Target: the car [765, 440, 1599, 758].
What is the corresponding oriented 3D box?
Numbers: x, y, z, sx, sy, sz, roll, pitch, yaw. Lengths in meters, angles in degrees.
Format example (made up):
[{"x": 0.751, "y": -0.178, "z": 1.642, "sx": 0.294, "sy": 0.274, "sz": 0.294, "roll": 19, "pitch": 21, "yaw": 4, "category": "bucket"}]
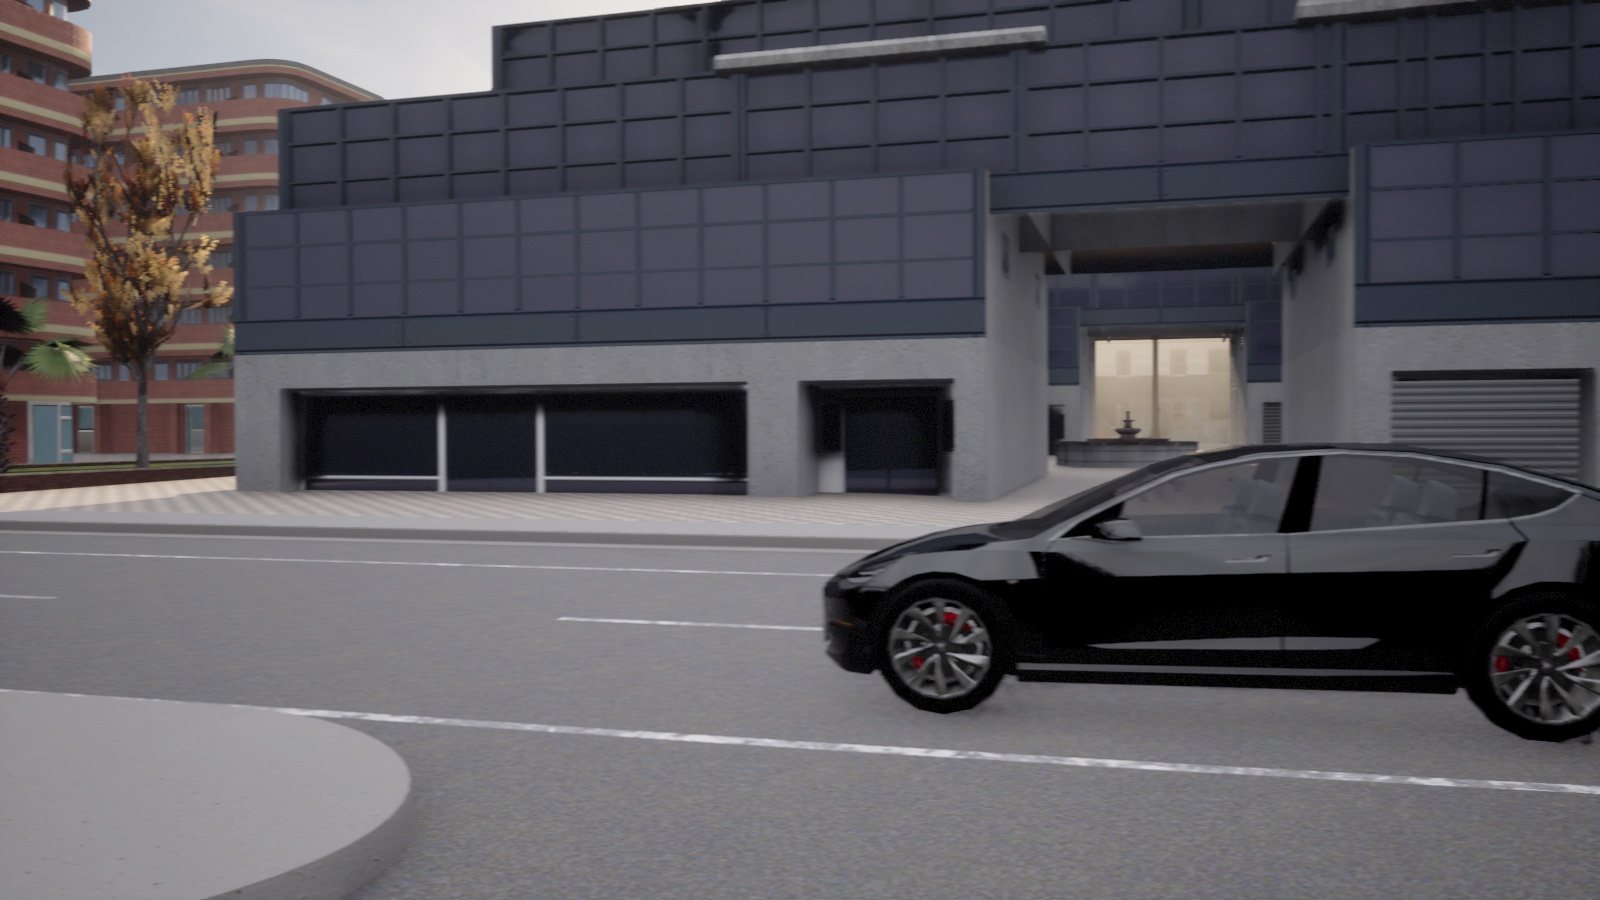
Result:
[{"x": 2.379, "y": 0.708, "z": 7.459, "sx": 4.792, "sy": 1.488, "sz": 2.163, "roll": 0, "pitch": 1, "yaw": 12, "category": "car"}]
